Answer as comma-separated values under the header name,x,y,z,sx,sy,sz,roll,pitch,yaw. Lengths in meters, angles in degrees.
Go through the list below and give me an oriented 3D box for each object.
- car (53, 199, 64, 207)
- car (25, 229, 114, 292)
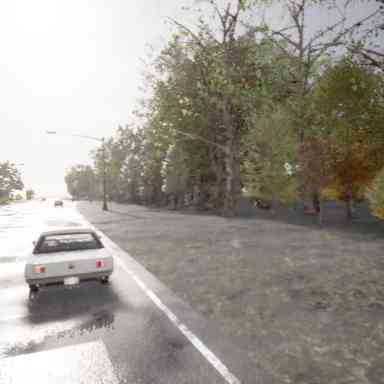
name,x,y,z,sx,sy,sz,roll,pitch,yaw
car,-26.936,2.334,67.280,2.033,1.411,5.357,-2,0,-22
car,-3.501,1.703,9.425,1.895,1.301,4.718,-2,0,-22
